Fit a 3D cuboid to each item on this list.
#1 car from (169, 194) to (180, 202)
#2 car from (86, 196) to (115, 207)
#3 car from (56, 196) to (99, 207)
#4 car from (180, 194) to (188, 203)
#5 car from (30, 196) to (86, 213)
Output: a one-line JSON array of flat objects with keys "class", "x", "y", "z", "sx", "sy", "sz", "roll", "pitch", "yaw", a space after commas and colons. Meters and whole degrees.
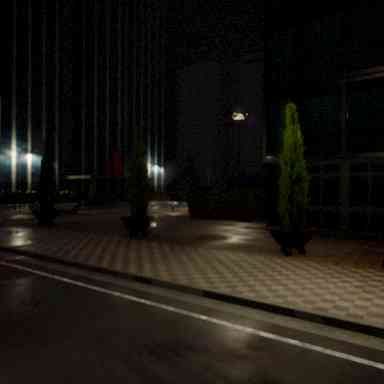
[{"class": "car", "x": -2.463, "y": 1.212, "z": 64.263, "sx": 1.837, "sy": 1.490, "sz": 4.892, "roll": 1, "pitch": 0, "yaw": 35}, {"class": "car", "x": -12.458, "y": 1.222, "z": 44.096, "sx": 2.128, "sy": 1.511, "sz": 4.902, "roll": 1, "pitch": 0, "yaw": 35}, {"class": "car", "x": -15.600, "y": 1.252, "z": 45.714, "sx": 2.033, "sy": 1.411, "sz": 5.357, "roll": 1, "pitch": 0, "yaw": 35}, {"class": "car", "x": 0.817, "y": 0.942, "z": 62.827, "sx": 2.150, "sy": 2.045, "sz": 5.566, "roll": 1, "pitch": 0, "yaw": 35}, {"class": "car", "x": -12.766, "y": 1.311, "z": 31.218, "sx": 1.812, "sy": 1.442, "sz": 4.674, "roll": 0, "pitch": 0, "yaw": 35}]
